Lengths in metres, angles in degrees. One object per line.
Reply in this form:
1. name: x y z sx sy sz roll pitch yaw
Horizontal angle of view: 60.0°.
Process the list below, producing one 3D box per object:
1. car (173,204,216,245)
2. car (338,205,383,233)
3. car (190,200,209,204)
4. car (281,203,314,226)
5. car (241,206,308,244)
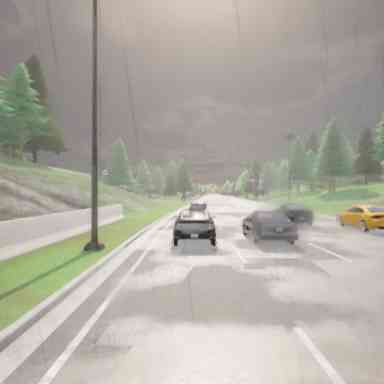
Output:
1. car: 0.123 1.548 15.716 2.128 1.511 4.902 0 0 0
2. car: 10.687 1.552 20.408 1.882 1.535 5.008 0 0 1
3. car: 0.762 1.623 36.489 2.128 1.511 4.902 0 0 3
4. car: 7.279 1.566 24.286 1.882 1.535 5.008 0 0 2
5. car: 3.619 1.606 16.165 2.033 1.411 5.357 0 0 1
